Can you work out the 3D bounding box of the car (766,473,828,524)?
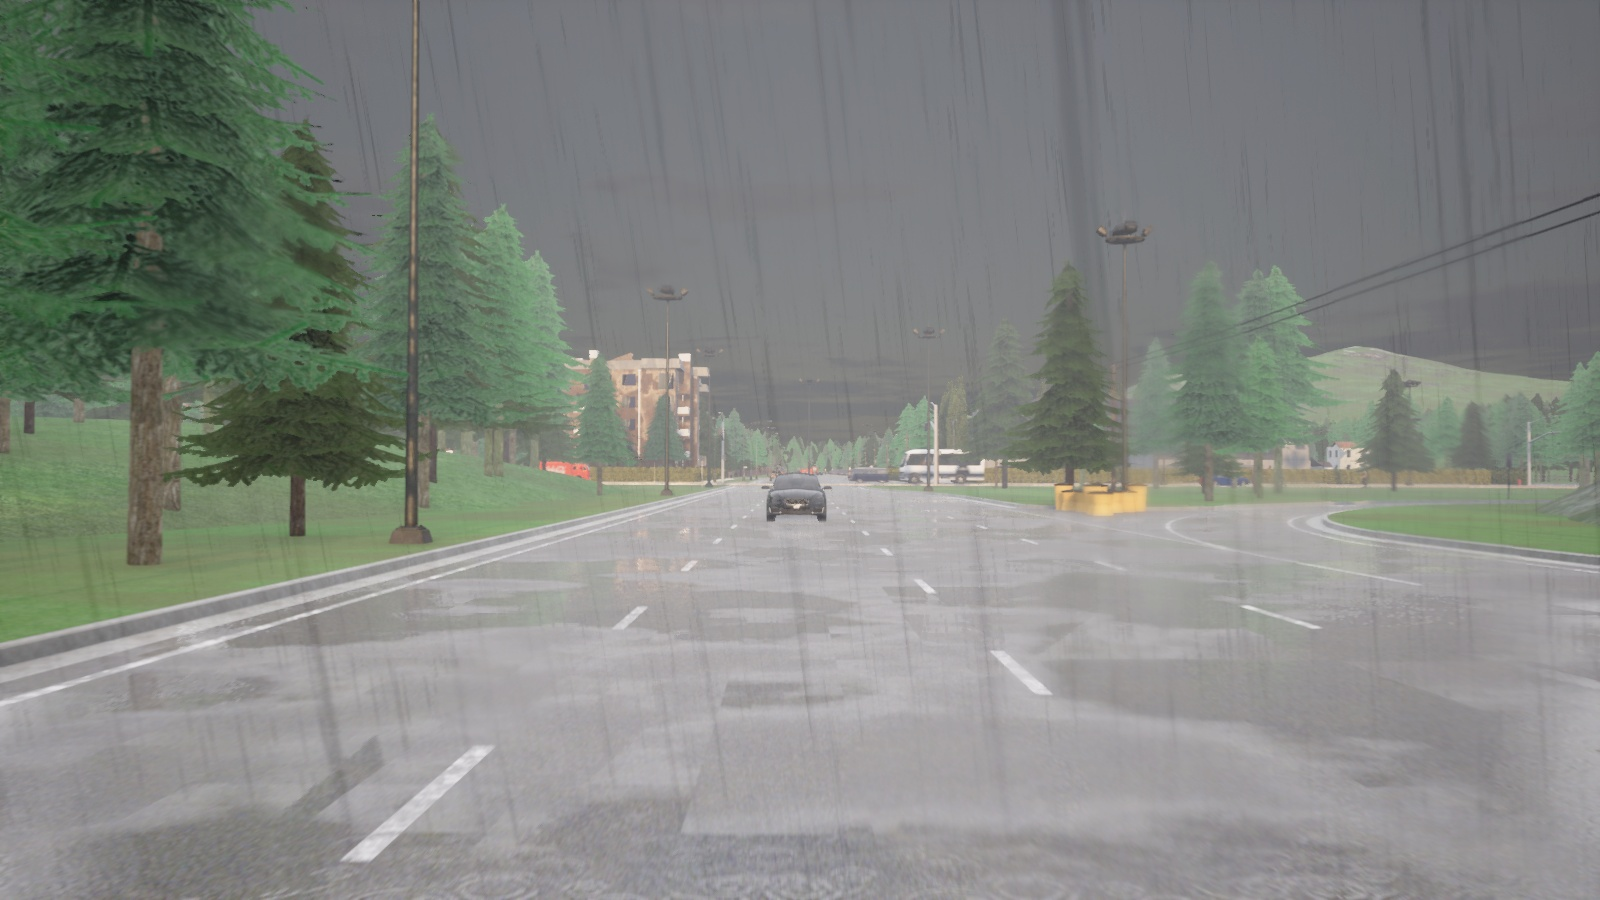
[{"bbox_3d":[-0.096,1.485,39.707,1.837,1.490,4.892,0,-1,0],"label":"car"}]
